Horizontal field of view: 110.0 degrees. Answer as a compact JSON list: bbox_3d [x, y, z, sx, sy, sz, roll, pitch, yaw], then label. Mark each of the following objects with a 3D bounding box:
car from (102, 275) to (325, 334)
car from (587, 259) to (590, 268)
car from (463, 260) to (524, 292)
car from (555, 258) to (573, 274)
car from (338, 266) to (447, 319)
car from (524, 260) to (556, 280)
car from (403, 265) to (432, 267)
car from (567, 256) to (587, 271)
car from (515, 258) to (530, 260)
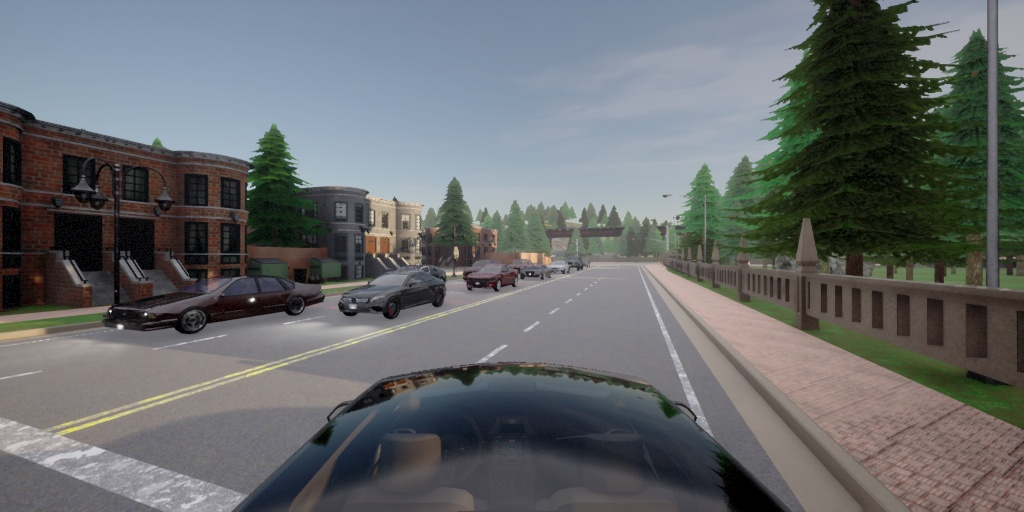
[{"bbox_3d":[-8.475,1.297,11.052,2.033,1.411,5.357,0,0,19],"label":"car"},{"bbox_3d":[12.215,1.254,61.012,1.837,1.490,4.892,0,0,19],"label":"car"},{"bbox_3d":[-1.081,1.227,21.932,1.882,1.535,5.008,0,0,19],"label":"car"},{"bbox_3d":[5.382,1.275,40.966,1.812,1.442,4.674,0,0,19],"label":"car"},{"bbox_3d":[-4.081,1.276,13.099,1.812,1.442,4.674,0,0,19],"label":"car"},{"bbox_3d":[2.147,1.313,31.414,1.994,1.385,4.181,0,0,20],"label":"car"},{"bbox_3d":[-5.430,1.241,20.028,2.128,1.511,4.902,0,0,18],"label":"car"},{"bbox_3d":[8.742,0.970,50.841,2.150,2.045,5.566,0,0,19],"label":"car"},{"bbox_3d":[0.949,1.101,38.802,2.097,1.767,4.553,0,0,19],"label":"car"}]
